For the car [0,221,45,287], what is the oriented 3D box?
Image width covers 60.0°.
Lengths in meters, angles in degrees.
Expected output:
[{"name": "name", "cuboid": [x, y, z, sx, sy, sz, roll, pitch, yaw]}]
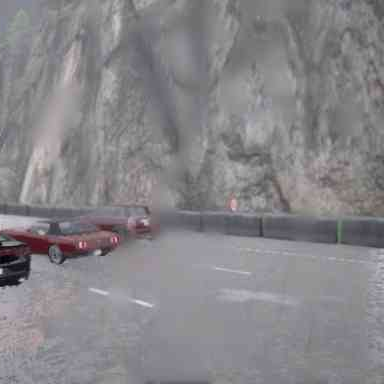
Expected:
[{"name": "car", "cuboid": [-5.952, 1.462, 8.189, 5.008, 1.535, 1.882, 0, 0, 36]}]

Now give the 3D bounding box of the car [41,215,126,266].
[{"name": "car", "cuboid": [-4.725, 1.582, 11.623, 4.718, 1.301, 1.895, 0, 0, 36]}]

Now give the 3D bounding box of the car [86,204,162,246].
[{"name": "car", "cuboid": [-3.605, 1.327, 15.133, 4.553, 1.767, 2.097, 0, 0, 36]}]
